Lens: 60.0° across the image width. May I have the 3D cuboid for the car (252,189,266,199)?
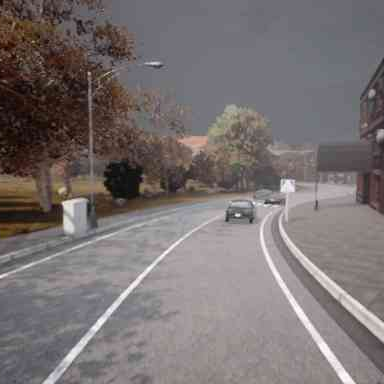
[{"bbox_3d":[10.255,0.386,48.172,1.837,1.490,4.892,3,3,31],"label":"car"}]

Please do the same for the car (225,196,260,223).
[{"bbox_3d":[3.493,1.250,23.254,1.812,1.442,4.674,1,2,15],"label":"car"}]

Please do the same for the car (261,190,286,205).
[{"bbox_3d":[10.284,0.805,40.637,1.994,1.385,4.181,3,3,26],"label":"car"}]
